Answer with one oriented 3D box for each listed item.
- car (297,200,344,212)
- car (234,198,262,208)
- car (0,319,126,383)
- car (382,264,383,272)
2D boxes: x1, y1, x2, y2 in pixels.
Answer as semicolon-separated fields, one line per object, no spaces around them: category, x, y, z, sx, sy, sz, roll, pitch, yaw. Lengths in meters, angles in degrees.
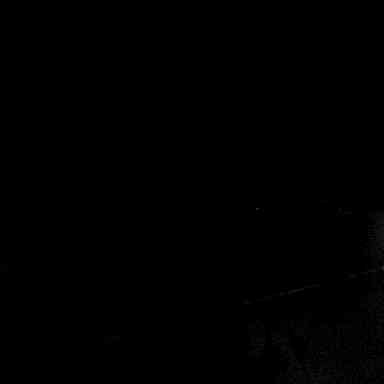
car;15.067;1.617;39.560;2.033;1.411;5.357;0;0;-38
car;8.103;1.633;48.593;1.994;1.385;4.181;0;0;-39
car;-2.730;1.483;1.738;4.902;1.511;2.128;1;0;-36
car;7.042;1.588;8.605;5.357;1.411;2.033;0;0;-34
